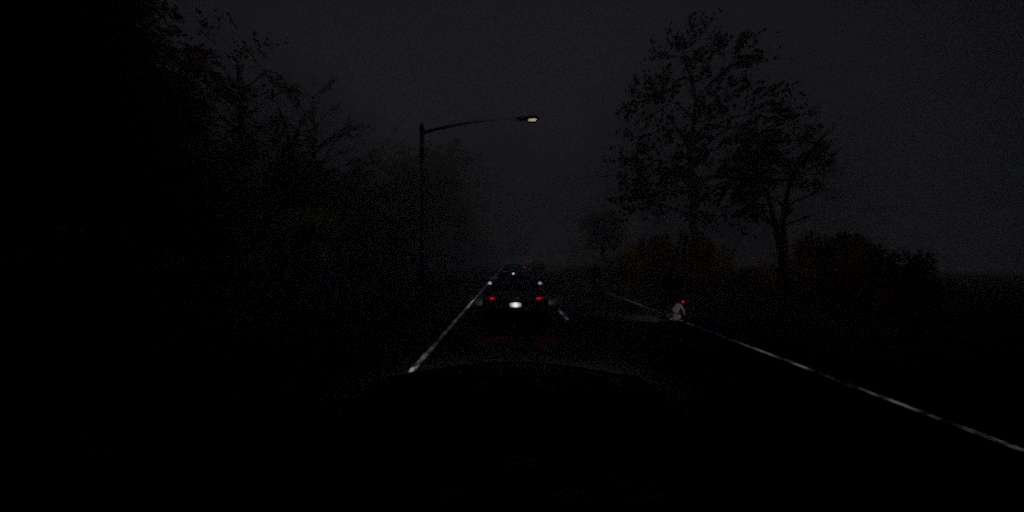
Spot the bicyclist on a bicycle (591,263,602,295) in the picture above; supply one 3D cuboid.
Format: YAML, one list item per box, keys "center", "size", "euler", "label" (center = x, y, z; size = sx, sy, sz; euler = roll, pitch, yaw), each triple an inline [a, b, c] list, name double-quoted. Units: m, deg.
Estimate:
- center: [4.469, 1.219, 19.008]
  size: [0.582, 1.620, 1.656]
  euler: [0, 0, 0]
  label: "bicyclist on a bicycle"

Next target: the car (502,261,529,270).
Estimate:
- center: [0.102, 1.339, 29.494]
  size: [1.994, 1.385, 4.181]
  euler: [0, 0, 0]
  label: "car"

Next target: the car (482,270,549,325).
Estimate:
- center: [0.100, 1.323, 11.911]
  size: [1.994, 1.385, 4.181]
  euler: [0, 0, 0]
  label: "car"

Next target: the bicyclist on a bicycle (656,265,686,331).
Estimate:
- center: [4.468, 1.129, 10.198]
  size: [0.659, 1.776, 1.843]
  euler: [0, 0, 0]
  label: "bicyclist on a bicycle"

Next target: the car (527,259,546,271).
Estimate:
- center: [3.606, 1.342, 49.474]
  size: [2.033, 1.411, 5.357]
  euler: [0, 0, 0]
  label: "car"
